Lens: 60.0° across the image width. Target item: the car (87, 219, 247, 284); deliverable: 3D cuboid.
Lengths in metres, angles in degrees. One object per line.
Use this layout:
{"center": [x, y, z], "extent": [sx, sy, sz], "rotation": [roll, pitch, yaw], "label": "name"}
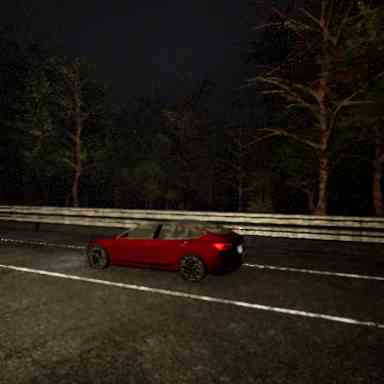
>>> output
{"center": [-0.839, 1.512, 9.640], "extent": [4.792, 1.488, 2.163], "rotation": [0, 0, 27], "label": "car"}
